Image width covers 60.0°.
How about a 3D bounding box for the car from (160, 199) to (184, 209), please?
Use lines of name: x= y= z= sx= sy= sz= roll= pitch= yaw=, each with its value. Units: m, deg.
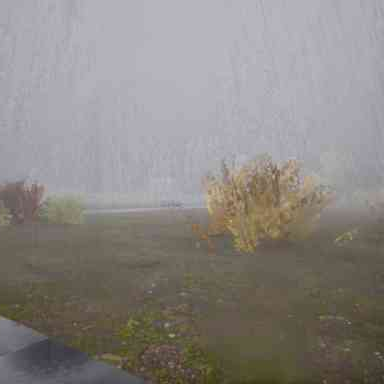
car: x=-3.219 y=1.969 z=55.322 sx=2.128 sy=1.511 sz=4.902 roll=-1 pitch=-1 yaw=36
